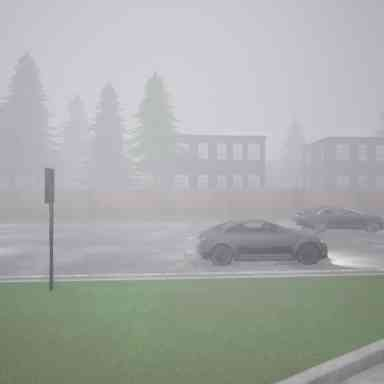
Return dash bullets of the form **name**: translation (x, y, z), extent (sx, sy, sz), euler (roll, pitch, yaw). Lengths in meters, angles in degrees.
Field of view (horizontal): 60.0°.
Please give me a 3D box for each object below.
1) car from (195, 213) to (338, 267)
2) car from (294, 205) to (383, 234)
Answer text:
- **car**: translation (2.211, 1.563, 10.990), extent (4.181, 1.385, 1.994), euler (0, 0, -4)
- **car**: translation (8.074, 1.491, 18.489), extent (4.902, 1.511, 2.128), euler (0, 0, -5)
